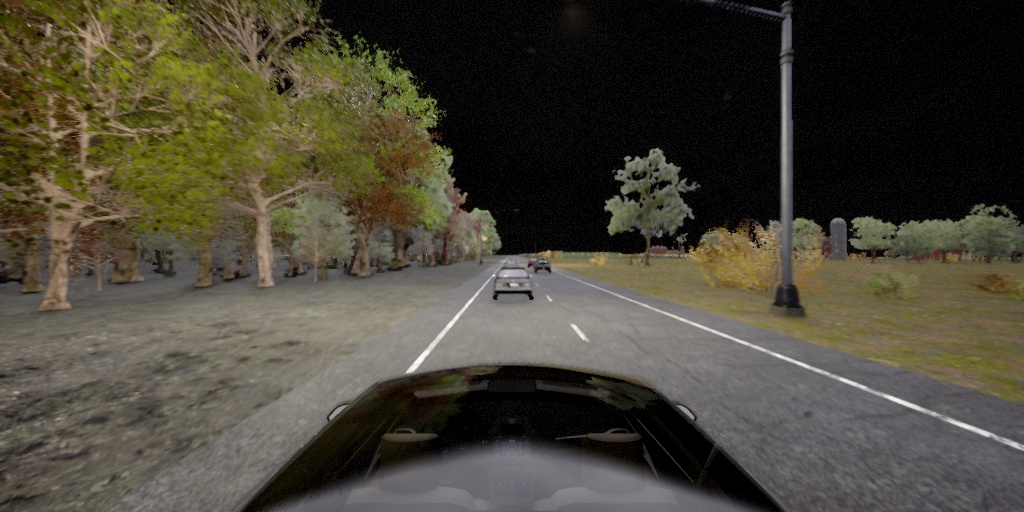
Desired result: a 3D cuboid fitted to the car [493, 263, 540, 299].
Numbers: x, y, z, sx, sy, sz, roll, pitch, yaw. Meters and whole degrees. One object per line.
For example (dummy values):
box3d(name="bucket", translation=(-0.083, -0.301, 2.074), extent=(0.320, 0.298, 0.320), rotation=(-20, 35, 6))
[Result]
box3d(name="car", translation=(0.049, 1.249, 17.652), extent=(2.033, 1.411, 5.357), rotation=(0, 0, 0))

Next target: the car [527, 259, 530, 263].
box3d(name="car", translation=(3.348, 1.037, 55.417), extent=(1.882, 1.535, 5.008), rotation=(0, 0, 0))

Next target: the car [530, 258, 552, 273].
box3d(name="car", translation=(3.371, 1.115, 40.621), extent=(1.837, 1.490, 4.892), rotation=(0, 0, 0))

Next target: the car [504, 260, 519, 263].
box3d(name="car", translation=(-0.052, 1.178, 43.651), extent=(1.994, 1.385, 4.181), rotation=(0, 0, 0))
